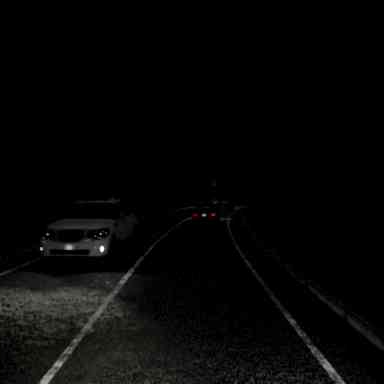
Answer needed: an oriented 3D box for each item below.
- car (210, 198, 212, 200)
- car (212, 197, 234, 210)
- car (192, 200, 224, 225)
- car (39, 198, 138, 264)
[{"bbox_3d":[3.829,1.619,54.273,1.812,1.442,4.674,-2,-1,18],"label":"car"},{"bbox_3d":[4.297,1.503,42.490,2.128,1.511,4.902,-1,0,13],"label":"car"},{"bbox_3d":[1.082,1.575,24.438,2.033,1.411,5.357,-1,0,6],"label":"car"},{"bbox_3d":[-3.466,1.252,12.378,2.150,2.045,5.566,0,0,2],"label":"car"}]
